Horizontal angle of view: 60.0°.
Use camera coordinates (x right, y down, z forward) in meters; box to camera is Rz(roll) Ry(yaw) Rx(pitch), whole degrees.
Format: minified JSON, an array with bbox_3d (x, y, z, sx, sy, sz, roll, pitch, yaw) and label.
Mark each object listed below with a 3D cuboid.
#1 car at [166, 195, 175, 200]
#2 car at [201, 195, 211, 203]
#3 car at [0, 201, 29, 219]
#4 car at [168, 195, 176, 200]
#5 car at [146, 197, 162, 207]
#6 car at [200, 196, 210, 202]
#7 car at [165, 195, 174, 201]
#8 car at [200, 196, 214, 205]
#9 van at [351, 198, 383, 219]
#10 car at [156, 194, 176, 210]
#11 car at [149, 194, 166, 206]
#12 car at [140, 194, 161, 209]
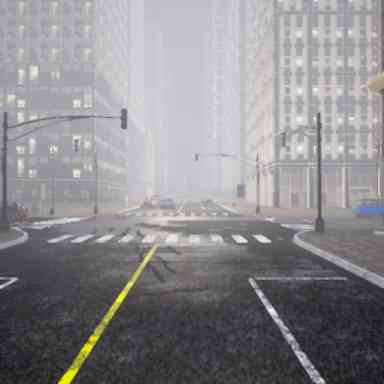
[{"bbox_3d":[-5.677,1.454,88.872,2.008,1.369,4.403,1,0,0],"label":"car"},{"bbox_3d":[2.704,1.452,66.809,1.752,1.417,4.829,1,0,0],"label":"car"},{"bbox_3d":[-16.491,1.466,28.851,4.097,1.590,1.967,0,-1,0],"label":"car"},{"bbox_3d":[-5.677,1.442,94.447,1.887,1.381,4.507,1,0,0],"label":"car"},{"bbox_3d":[-5.677,1.527,49.846,1.802,1.307,4.206,1,0,0],"label":"car"},{"bbox_3d":[2.703,1.487,72.216,1.947,1.339,4.313,1,0,0],"label":"car"},{"bbox_3d":[-5.677,1.454,83.297,1.887,1.381,4.507,1,0,0],"label":"car"},{"bbox_3d":[2.703,1.521,55.483,1.802,1.307,4.206,1,0,0],"label":"car"},{"bbox_3d":[15.983,1.421,28.779,3.998,1.788,1.690,0,-1,0],"label":"van"},{"bbox_3d":[-2.999,1.468,41.614,1.882,1.535,5.008,0,2,0],"label":"car"},{"bbox_3d":[-5.672,1.254,55.421,2.192,1.841,5.009,1,0,0],"label":"car"},{"bbox_3d":[-5.674,1.391,44.271,1.967,1.590,4.097,1,0,0],"label":"car"}]
